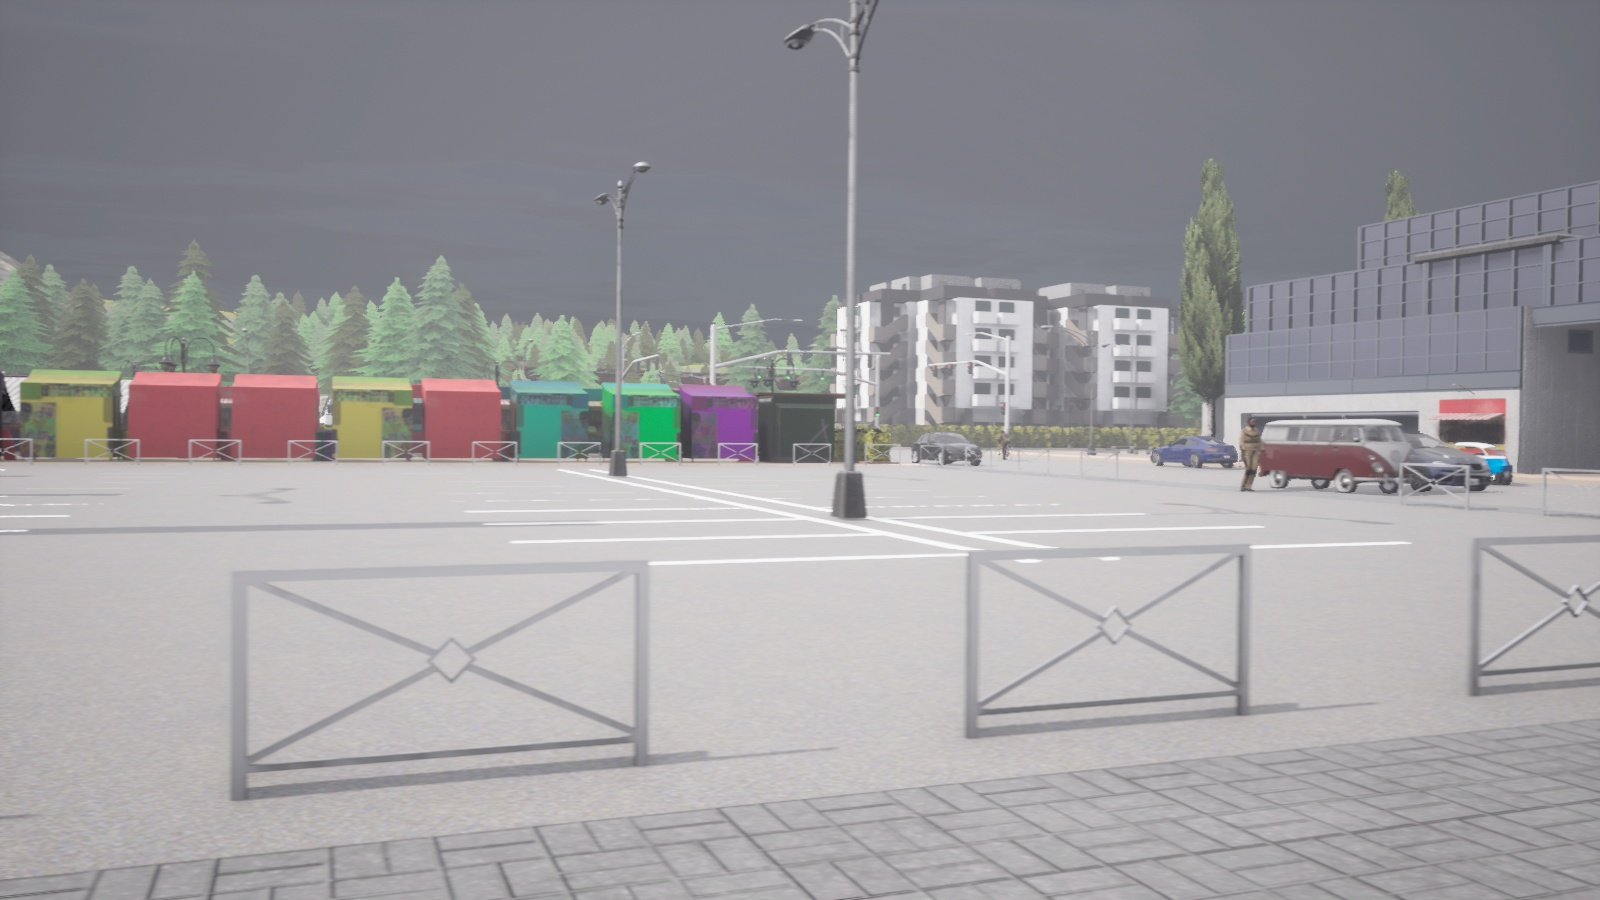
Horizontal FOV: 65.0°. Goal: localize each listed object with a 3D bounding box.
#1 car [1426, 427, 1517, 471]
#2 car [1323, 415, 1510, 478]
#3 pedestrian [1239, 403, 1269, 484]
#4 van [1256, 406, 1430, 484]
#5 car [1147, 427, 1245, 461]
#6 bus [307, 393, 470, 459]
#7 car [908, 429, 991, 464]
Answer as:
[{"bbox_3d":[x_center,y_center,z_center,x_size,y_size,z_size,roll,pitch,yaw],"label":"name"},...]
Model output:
[{"bbox_3d":[21.865,-0.049,40.904,1.481,1.376,2.207,-2,2,-37],"label":"car"},{"bbox_3d":[17.625,-0.137,36.176,2.242,1.667,4.611,-1,1,-19],"label":"car"},{"bbox_3d":[10.916,-0.153,30.194,0.396,1.930,0.692,-1,1,-7],"label":"pedestrian"},{"bbox_3d":[14.631,-0.163,34.123,1.775,1.987,4.442,-1,1,-19],"label":"van"},{"bbox_3d":[17.851,-0.295,56.891,1.812,1.442,4.674,-1,1,-19],"label":"car"},{"bbox_3d":[-28.003,-1.668,85.570,10.273,4.253,3.944,-1,1,-21],"label":"bus"},{"bbox_3d":[6.716,-0.197,56.963,1.837,1.490,4.892,-1,1,-18],"label":"car"}]
